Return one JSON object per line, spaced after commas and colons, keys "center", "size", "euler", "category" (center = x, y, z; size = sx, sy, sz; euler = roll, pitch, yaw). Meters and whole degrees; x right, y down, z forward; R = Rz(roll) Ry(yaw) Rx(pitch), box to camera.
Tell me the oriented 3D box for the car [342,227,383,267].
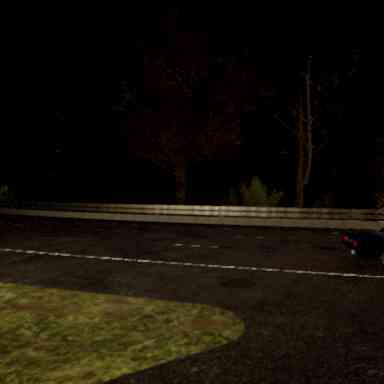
{"center": [7.389, 1.678, 10.346], "size": [4.718, 1.301, 1.895], "euler": [1, 0, 12], "category": "car"}
